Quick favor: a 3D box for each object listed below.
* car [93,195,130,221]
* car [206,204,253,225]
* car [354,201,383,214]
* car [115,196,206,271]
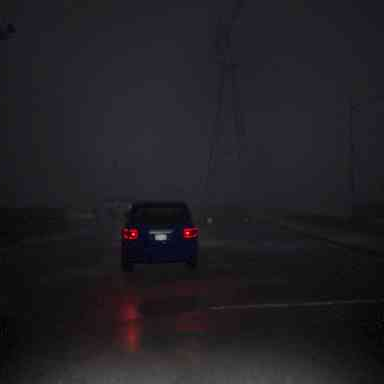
[{"bbox_3d":[-6.732,1.315,29.043,2.150,2.045,5.566,0,0,-39],"label":"car"},{"bbox_3d":[2.283,1.550,23.574,3.905,1.438,1.784,0,0,-7],"label":"car"},{"bbox_3d":[14.914,1.464,26.290,4.193,1.474,1.816,0,0,-7],"label":"car"},{"bbox_3d":[-1.102,1.250,11.206,2.150,2.045,5.566,0,0,-7],"label":"car"}]
